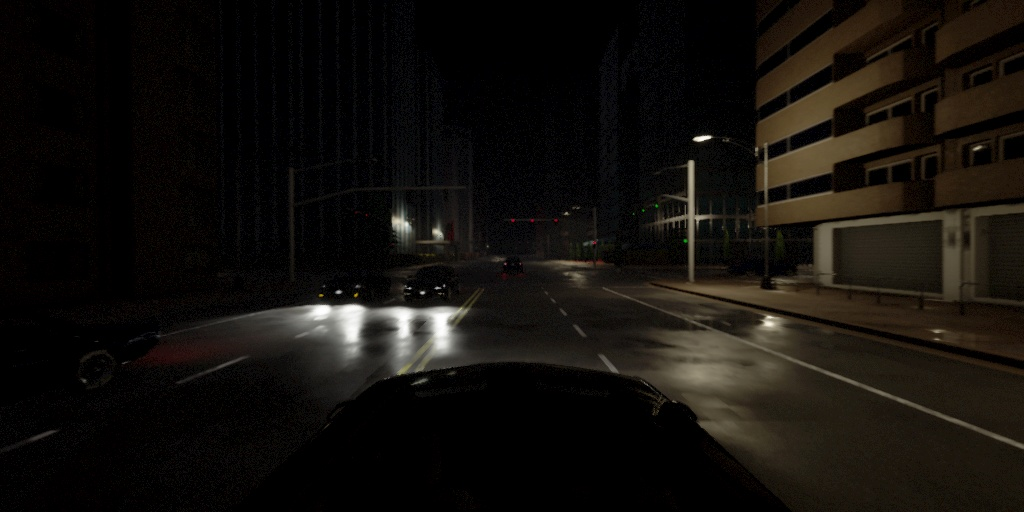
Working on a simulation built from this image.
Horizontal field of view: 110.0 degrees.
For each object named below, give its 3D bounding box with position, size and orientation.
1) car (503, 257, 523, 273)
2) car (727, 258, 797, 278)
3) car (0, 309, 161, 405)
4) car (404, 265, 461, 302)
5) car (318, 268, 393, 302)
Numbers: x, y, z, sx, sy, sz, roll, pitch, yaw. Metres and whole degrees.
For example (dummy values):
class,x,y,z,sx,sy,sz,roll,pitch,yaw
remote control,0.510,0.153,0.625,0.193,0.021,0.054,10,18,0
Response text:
class,x,y,z,sx,sy,sz,roll,pitch,yaw
car,0.106,0.860,39.174,2.097,1.767,4.553,0,0,0
car,20.259,0.952,29.056,5.008,1.535,1.882,0,0,1
car,-7.093,1.371,3.999,1.895,1.301,4.718,0,0,0
car,-3.500,1.192,16.477,1.837,1.490,4.892,0,0,0
car,-7.000,1.257,16.449,1.994,1.385,4.181,0,0,0
